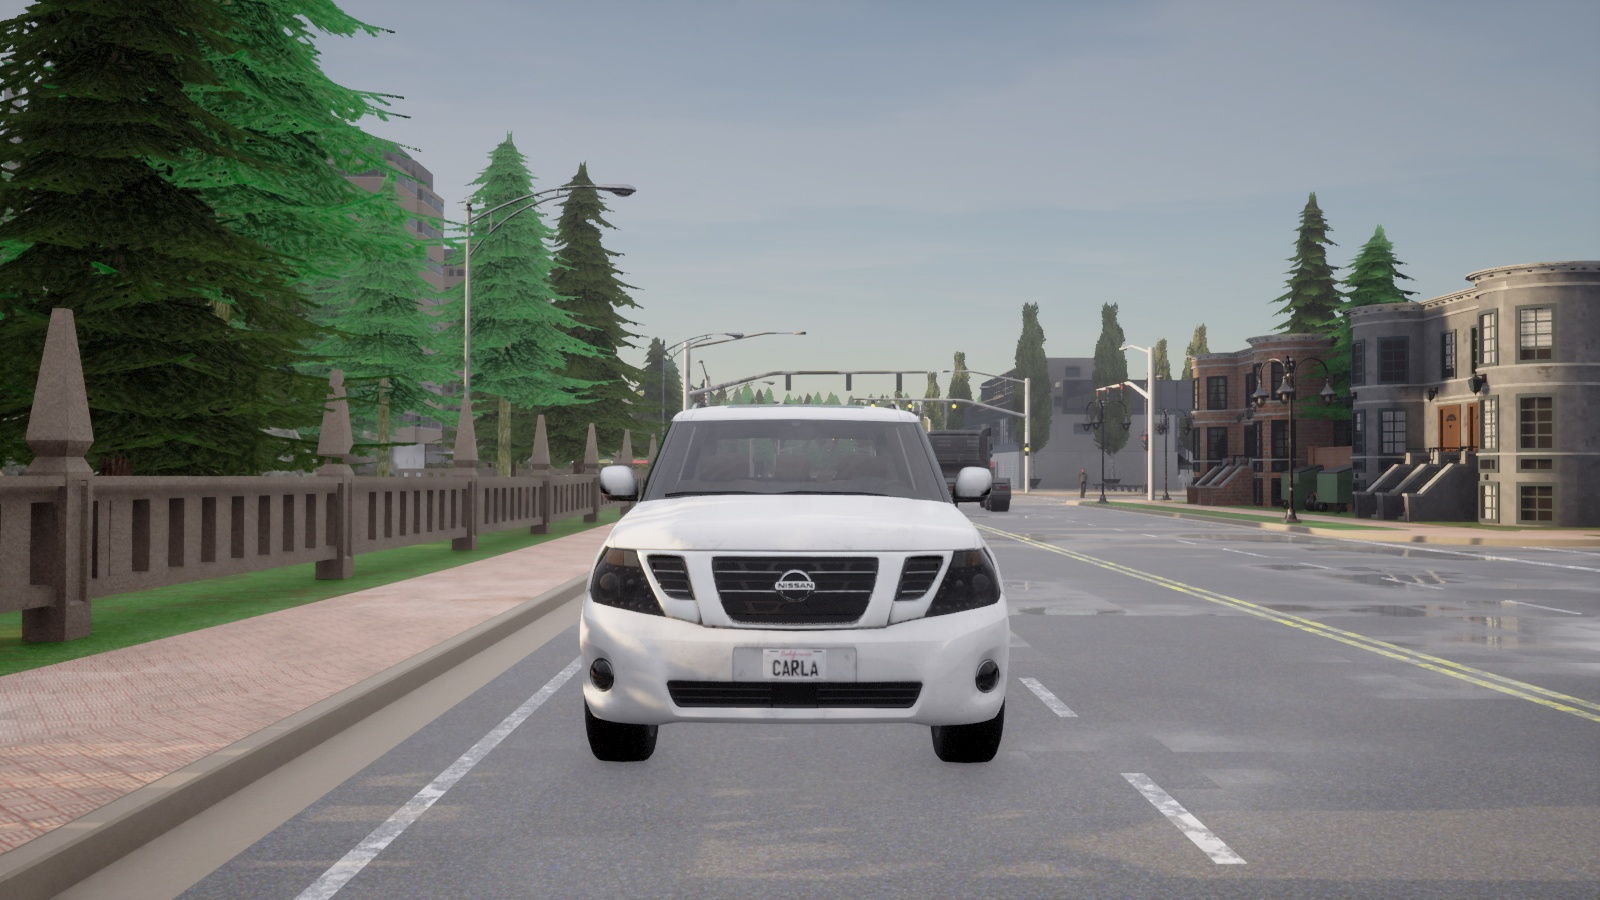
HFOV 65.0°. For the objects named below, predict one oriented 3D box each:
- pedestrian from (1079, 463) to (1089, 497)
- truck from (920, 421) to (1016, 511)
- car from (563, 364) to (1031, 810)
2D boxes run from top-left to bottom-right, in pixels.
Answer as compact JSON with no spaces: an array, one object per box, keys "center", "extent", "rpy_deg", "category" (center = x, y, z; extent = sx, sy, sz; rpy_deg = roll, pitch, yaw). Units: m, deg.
[{"center":[16.521,1.762,73.092],"extent":[0.423,1.949,0.788],"rpy_deg":[0,-1,2],"category":"pedestrian"},{"center":[6.852,0.681,52.272],"extent":[2.891,3.462,7.936],"rpy_deg":[0,-1,0],"category":"truck"},{"center":[-0.025,0.677,8.577],"extent":[2.150,2.045,5.566],"rpy_deg":[0,-1,0],"category":"car"}]
